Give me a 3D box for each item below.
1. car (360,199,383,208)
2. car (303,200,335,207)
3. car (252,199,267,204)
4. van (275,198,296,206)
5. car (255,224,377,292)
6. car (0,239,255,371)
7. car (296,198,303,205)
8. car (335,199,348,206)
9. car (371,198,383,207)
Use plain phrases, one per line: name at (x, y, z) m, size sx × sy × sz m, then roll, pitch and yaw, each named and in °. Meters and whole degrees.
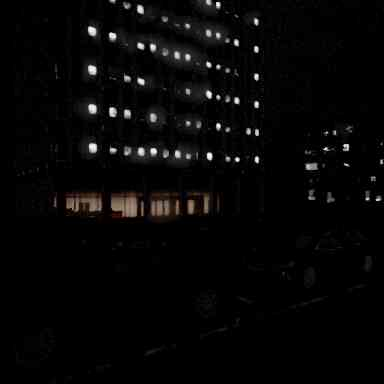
car at (30.548, 2.054, 55.690) m, size 2.008 × 1.369 × 4.403 m, roll -1°, pitch 0°, yaw -36°
car at (24.471, 2.200, 64.166) m, size 1.887 × 1.381 × 4.507 m, roll -1°, pitch 0°, yaw -36°
car at (17.855, 2.526, 87.750) m, size 1.802 × 1.307 × 4.206 m, roll -1°, pitch 0°, yaw -36°
van at (19.553, 2.121, 71.053) m, size 1.690 × 1.788 × 3.998 m, roll -1°, pitch 0°, yaw -36°
car at (3.242, 1.559, 8.876) m, size 4.403 × 1.369 × 2.008 m, roll 0°, pitch 0°, yaw -35°
car at (-1.260, 1.547, 5.668) m, size 4.507 × 1.381 × 1.887 m, roll 0°, pitch 0°, yaw -35°
car at (24.384, 2.220, 78.729) m, size 1.967 × 1.590 × 4.097 m, roll -1°, pitch 0°, yaw -36°
car at (30.977, 2.197, 69.749) m, size 1.802 × 1.307 × 4.206 m, roll -1°, pitch 0°, yaw -36°
car at (36.234, 1.925, 62.566) m, size 1.967 × 1.590 × 4.097 m, roll -1°, pitch 0°, yaw -36°
